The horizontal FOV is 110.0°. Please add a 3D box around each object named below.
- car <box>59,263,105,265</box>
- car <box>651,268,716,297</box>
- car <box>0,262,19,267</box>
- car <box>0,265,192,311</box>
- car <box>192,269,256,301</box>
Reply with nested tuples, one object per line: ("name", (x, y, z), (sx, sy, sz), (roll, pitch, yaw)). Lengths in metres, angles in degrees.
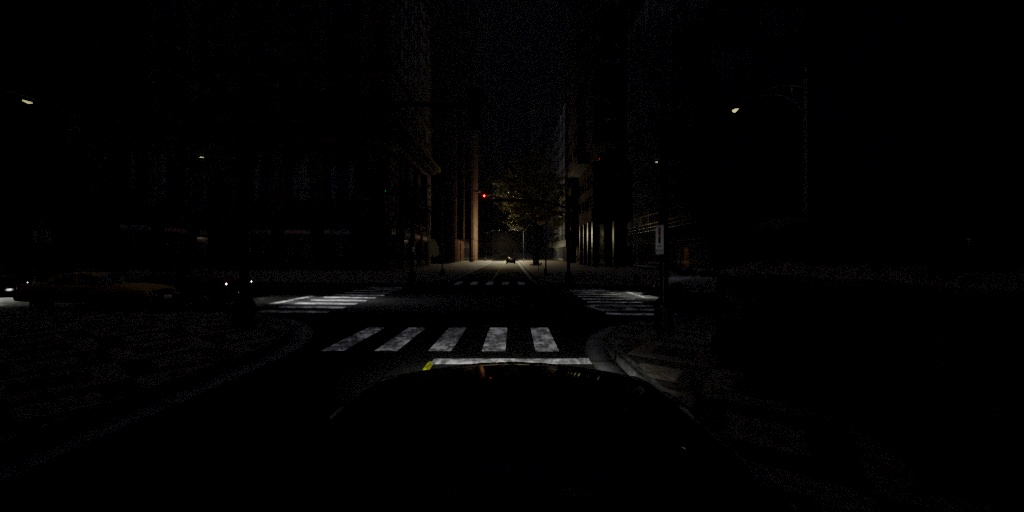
("car", (-26.375, 1.065, 21.643), (4.313, 1.339, 1.948), (0, 0, 0))
("car", (9.769, 1.342, 18.866), (4.674, 1.442, 1.812), (1, 0, -1))
("car", (-24.771, 1.065, 15.770), (5.357, 1.411, 2.033), (1, 0, -1))
("car", (-14.975, 1.146, 13.090), (4.829, 1.417, 1.751), (0, 0, 0))
("car", (-14.114, 1.231, 15.748), (4.718, 1.301, 1.895), (1, 0, 0))
